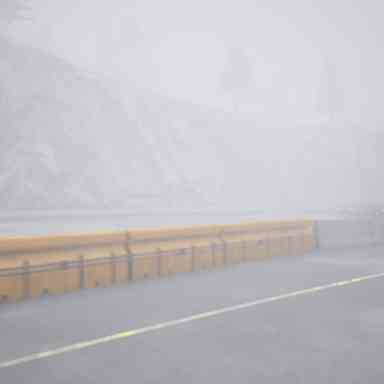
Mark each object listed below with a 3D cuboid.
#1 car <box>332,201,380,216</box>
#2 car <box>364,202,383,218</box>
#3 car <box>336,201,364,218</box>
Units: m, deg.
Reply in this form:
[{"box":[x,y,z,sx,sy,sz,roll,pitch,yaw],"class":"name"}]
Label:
[{"box":[18.500,1.809,37.519,4.902,1.511,2.128,1,0,-22],"class":"car"},{"box":[18.742,1.517,30.071,5.566,2.045,2.150,1,0,-23],"class":"car"},{"box":[17.423,1.840,33.327,5.357,1.411,2.033,1,0,-23],"class":"car"}]
